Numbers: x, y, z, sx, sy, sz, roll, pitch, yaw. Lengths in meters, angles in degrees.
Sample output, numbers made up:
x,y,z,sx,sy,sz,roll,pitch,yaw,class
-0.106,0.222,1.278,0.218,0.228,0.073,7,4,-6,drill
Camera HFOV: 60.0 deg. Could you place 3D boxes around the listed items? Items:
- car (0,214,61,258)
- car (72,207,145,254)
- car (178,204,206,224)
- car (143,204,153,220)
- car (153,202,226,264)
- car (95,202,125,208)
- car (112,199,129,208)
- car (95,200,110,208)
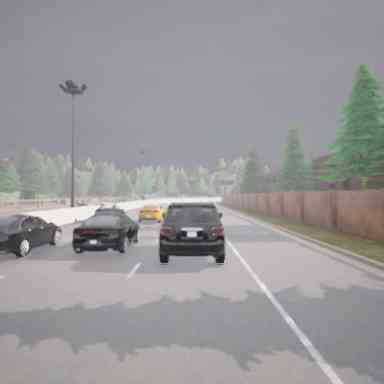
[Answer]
x,y,z,sx,sy,sz,roll,pitch,yaw,class
-6.980,1.656,13.487,1.837,1.490,4.892,0,0,0,car
-3.474,1.635,14.231,1.882,1.535,5.008,0,0,0,car
0.022,1.806,28.477,2.128,1.511,4.902,0,0,0,car
-3.471,1.798,29.214,1.882,1.535,5.008,0,0,0,car
0.011,1.364,12.549,2.150,2.045,5.566,0,0,0,car
-6.977,1.806,28.481,2.128,1.511,4.902,0,0,0,car
-13.995,2.220,65.359,2.128,1.511,4.902,0,0,0,car
-17.491,2.240,65.257,1.812,1.442,4.674,0,0,0,car
